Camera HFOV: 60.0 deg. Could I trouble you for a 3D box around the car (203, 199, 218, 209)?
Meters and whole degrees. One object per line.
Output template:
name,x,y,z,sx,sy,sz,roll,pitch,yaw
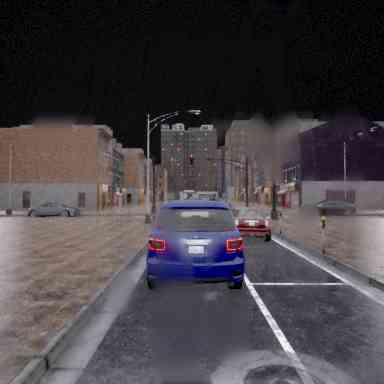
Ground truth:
car,2.737,1.718,49.040,1.947,1.339,4.313,1,0,0

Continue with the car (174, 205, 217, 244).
car,0.124,1.500,17.044,1.882,1.535,5.008,0,0,-1

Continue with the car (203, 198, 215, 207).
car,2.747,1.717,54.647,1.752,1.417,4.829,1,0,0

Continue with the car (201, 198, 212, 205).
car,2.764,1.847,65.352,1.947,1.339,4.313,1,-1,0

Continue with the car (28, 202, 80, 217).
car,-11.925,1.590,28.928,4.181,1.385,1.994,0,-2,0

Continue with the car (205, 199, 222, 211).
car,2.728,1.684,43.603,1.947,1.339,4.313,1,0,0

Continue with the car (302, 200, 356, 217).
car,12.969,1.582,31.682,4.892,1.490,1.837,0,-2,0

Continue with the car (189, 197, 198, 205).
car,0.215,1.828,69.854,1.837,1.490,4.892,0,-1,0

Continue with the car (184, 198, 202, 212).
car,0.130,1.600,41.895,2.128,1.511,4.902,0,0,-1

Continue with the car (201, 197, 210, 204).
car,2.774,1.859,70.959,1.752,1.417,4.829,1,-1,0

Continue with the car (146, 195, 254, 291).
car,0.056,1.230,9.208,2.150,2.045,5.566,0,0,-1

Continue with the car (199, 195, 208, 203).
car,2.796,1.757,81.668,2.192,1.841,5.009,1,-1,0

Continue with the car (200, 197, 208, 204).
car,2.783,1.912,76.397,1.752,1.417,4.829,1,-1,0

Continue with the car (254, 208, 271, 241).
car,2.689,1.462,16.857,1.967,1.590,4.097,2,0,0
